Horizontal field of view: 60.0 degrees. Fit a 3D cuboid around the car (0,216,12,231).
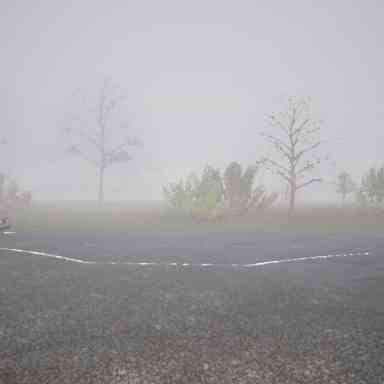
[{"bbox_3d":[-11.829,1.497,16.369,5.357,1.411,2.033,0,0,3],"label":"car"}]
